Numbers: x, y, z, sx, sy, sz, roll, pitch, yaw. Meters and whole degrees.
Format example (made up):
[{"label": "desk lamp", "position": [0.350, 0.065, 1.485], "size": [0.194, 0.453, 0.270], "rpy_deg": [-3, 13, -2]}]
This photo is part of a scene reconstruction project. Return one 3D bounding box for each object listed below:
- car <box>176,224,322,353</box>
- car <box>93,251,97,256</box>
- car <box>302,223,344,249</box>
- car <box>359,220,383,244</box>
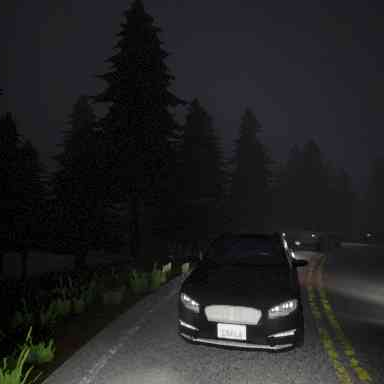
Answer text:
[{"label": "car", "position": [1.129, 1.561, 6.581], "size": [2.128, 1.511, 4.902], "rpy_deg": [-1, -2, 15]}, {"label": "car", "position": [-20.300, 13.650, 72.939], "size": [4.181, 1.381, 1.994], "rpy_deg": [-2, -5, 31]}, {"label": "car", "position": [6.463, 2.305, 17.641], "size": [1.895, 1.301, 4.718], "rpy_deg": [-3, -6, 39]}, {"label": "car", "position": [15.783, 3.221, 26.432], "size": [5.566, 2.045, 2.150], "rpy_deg": [8, -8, -28]}]
